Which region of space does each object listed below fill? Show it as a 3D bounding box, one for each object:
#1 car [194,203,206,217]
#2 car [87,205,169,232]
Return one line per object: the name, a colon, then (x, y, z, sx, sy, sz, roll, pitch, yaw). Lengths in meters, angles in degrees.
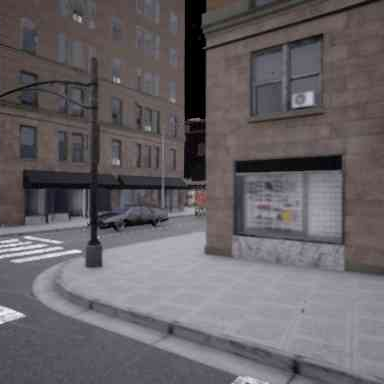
car: (2.057, 1.411, 28.693, 1.812, 1.442, 4.674, 0, 1, 35)
car: (-3.718, 1.502, 20.480, 2.033, 1.411, 5.357, 0, 1, 38)
